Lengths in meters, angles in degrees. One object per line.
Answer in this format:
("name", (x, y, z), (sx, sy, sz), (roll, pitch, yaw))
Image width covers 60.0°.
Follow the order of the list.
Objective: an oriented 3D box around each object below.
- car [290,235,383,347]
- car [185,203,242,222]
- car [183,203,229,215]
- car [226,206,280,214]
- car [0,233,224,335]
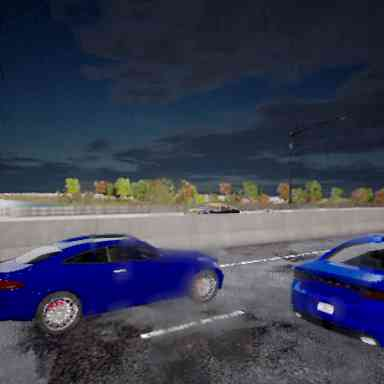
("car", (4.014, 1.559, 6.199), (5.008, 1.535, 1.882), (1, -1, -33))
("car", (1.997, 1.791, 30.150), (5.008, 1.535, 1.882), (1, -1, -33))
("car", (1.501, 1.756, 25.667), (4.902, 1.511, 2.128), (1, -1, -33))
("car", (5.032, 1.865, 23.782), (4.718, 1.301, 1.895), (1, -1, -33))
("car", (-1.517, 1.585, 6.758), (4.674, 1.442, 1.812), (1, -1, -33))
